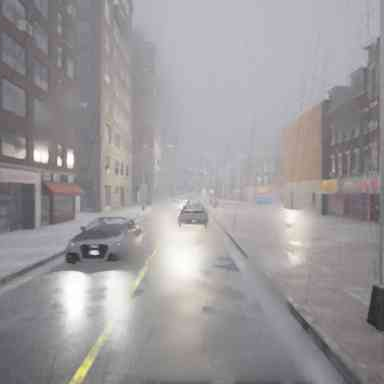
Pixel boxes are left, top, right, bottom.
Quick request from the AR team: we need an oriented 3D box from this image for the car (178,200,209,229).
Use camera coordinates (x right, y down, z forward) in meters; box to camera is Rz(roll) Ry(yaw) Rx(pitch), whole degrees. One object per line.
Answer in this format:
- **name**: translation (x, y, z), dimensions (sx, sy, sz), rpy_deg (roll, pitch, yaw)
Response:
- **car**: translation (0.096, 1.517, 21.842), dimensions (2.128, 1.511, 4.902), rpy_deg (0, 0, 0)

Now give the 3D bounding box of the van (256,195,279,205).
- **van**: translation (13.726, 1.421, 60.342), dimensions (3.998, 1.788, 1.690), rpy_deg (0, 0, 0)

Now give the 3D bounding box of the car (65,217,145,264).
- **car**: translation (-2.851, 1.576, 11.671), dimensions (1.994, 1.385, 4.181), rpy_deg (0, 0, 0)
